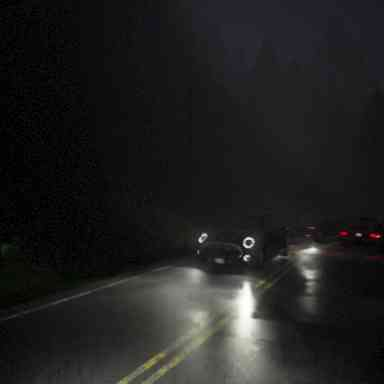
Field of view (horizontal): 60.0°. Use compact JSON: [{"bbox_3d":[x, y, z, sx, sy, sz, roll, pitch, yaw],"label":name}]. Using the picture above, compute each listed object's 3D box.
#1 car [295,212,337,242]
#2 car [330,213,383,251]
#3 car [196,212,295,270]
[{"bbox_3d":[7.343,1.949,19.438,5.008,1.535,1.882,2,-2,-43],"label":"car"},{"bbox_3d":[8.778,1.951,16.258,2.033,1.411,5.357,-1,-2,39],"label":"car"},{"bbox_3d":[1.990,1.560,12.006,2.097,1.767,4.553,1,-1,31],"label":"car"}]
